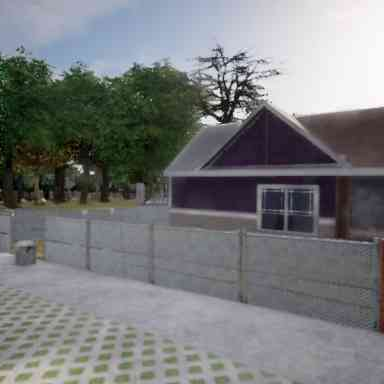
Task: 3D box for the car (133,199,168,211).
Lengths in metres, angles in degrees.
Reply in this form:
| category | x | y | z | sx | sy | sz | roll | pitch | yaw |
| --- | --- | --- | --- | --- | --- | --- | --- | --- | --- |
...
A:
| category | x | y | z | sx | sy | sz | roll | pitch | yaw |
| --- | --- | --- | --- | --- | --- | --- | --- | --- | --- |
| car | -4.487 | 1.501 | 36.378 | 1.812 | 1.442 | 4.674 | 2 | 2 | 36 |
